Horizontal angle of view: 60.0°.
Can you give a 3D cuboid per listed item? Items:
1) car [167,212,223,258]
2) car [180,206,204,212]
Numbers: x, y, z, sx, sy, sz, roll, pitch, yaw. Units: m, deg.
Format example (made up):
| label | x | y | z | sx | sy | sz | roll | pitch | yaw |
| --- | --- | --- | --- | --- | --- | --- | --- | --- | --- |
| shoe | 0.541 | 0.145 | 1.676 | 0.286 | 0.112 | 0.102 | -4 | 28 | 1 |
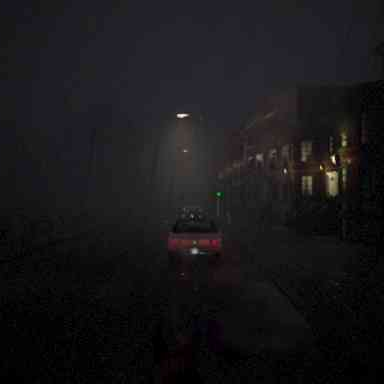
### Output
| label | x | y | z | sx | sy | sz | roll | pitch | yaw |
| --- | --- | --- | --- | --- | --- | --- | --- | --- | --- |
| car | 0.093 | 1.666 | 13.105 | 1.895 | 1.301 | 4.718 | 0 | 0 | 0 |
| car | 0.019 | 1.727 | 25.617 | 1.895 | 1.301 | 4.718 | 0 | 0 | 0 |
